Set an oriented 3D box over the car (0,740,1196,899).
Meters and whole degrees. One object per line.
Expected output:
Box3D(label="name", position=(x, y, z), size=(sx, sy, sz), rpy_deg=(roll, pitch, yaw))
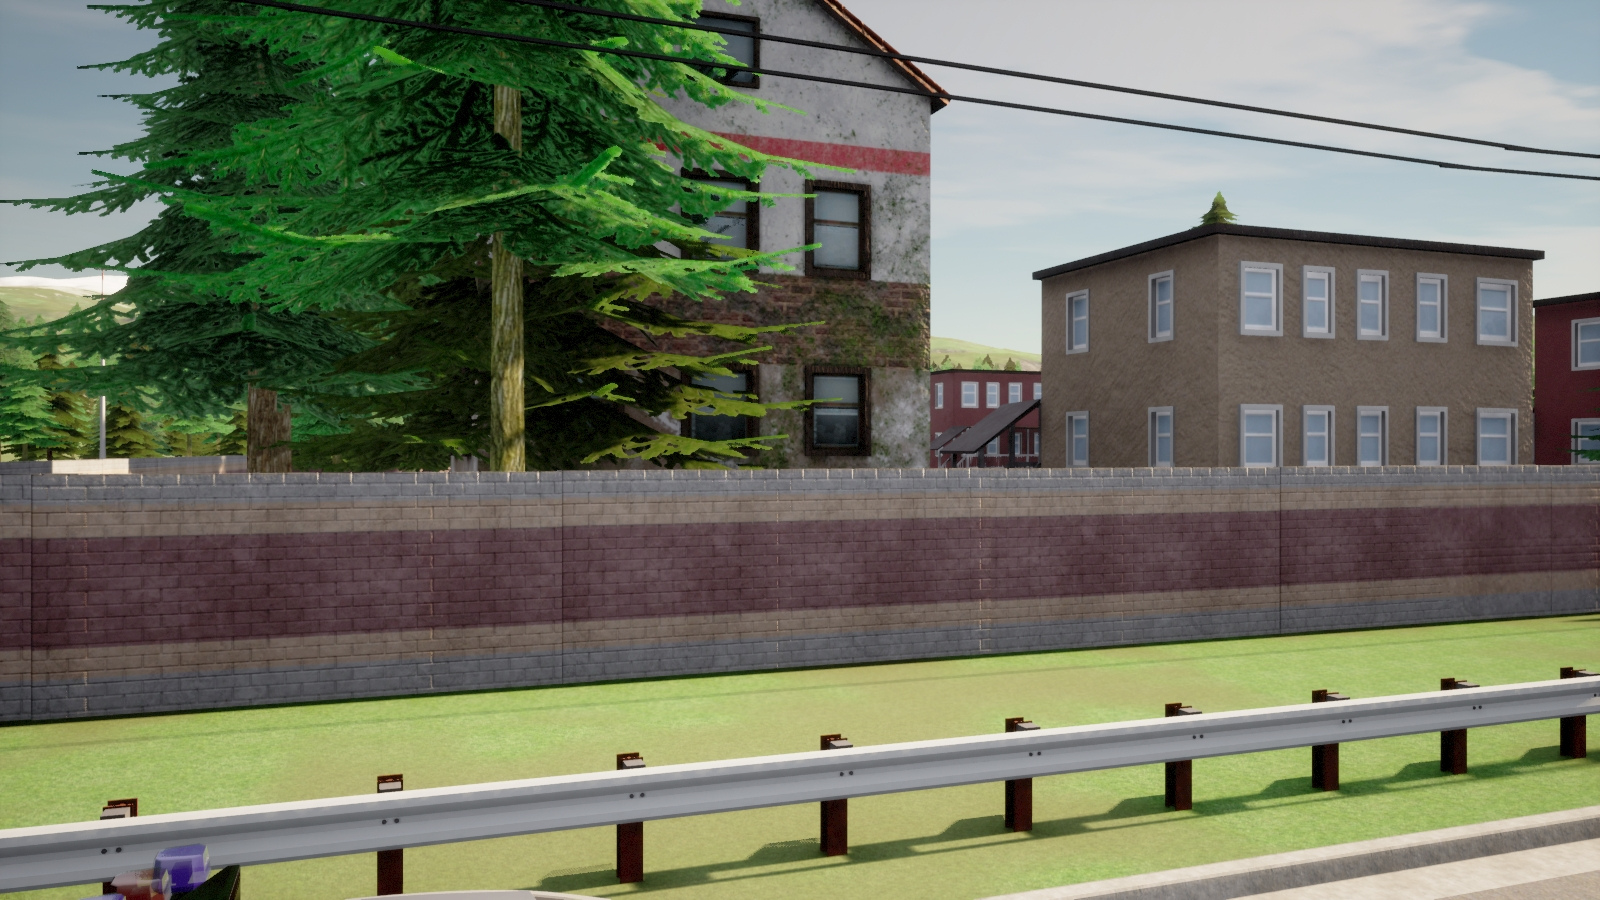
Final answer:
Box3D(label="car", position=(-1.671, 1.982, 2.695), size=(5.238, 1.638, 2.097), rpy_deg=(0, 0, -20))
